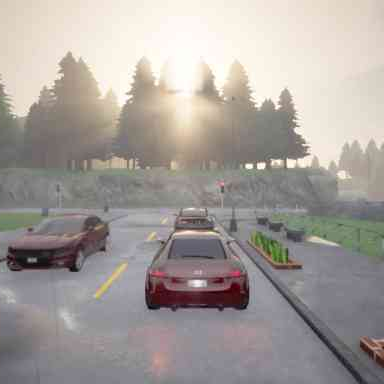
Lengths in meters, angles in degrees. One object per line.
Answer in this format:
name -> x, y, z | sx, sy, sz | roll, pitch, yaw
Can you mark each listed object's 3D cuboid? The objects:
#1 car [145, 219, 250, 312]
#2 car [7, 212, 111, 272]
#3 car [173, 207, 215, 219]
car -> 0.096, 1.564, 7.809 | 1.994, 1.385, 4.181 | 0, 0, 0
car -> -4.097, 1.477, 11.027 | 1.882, 1.535, 5.008 | 0, 0, 0
car -> 0.091, 1.505, 16.721 | 1.837, 1.490, 4.892 | 0, 0, 0
